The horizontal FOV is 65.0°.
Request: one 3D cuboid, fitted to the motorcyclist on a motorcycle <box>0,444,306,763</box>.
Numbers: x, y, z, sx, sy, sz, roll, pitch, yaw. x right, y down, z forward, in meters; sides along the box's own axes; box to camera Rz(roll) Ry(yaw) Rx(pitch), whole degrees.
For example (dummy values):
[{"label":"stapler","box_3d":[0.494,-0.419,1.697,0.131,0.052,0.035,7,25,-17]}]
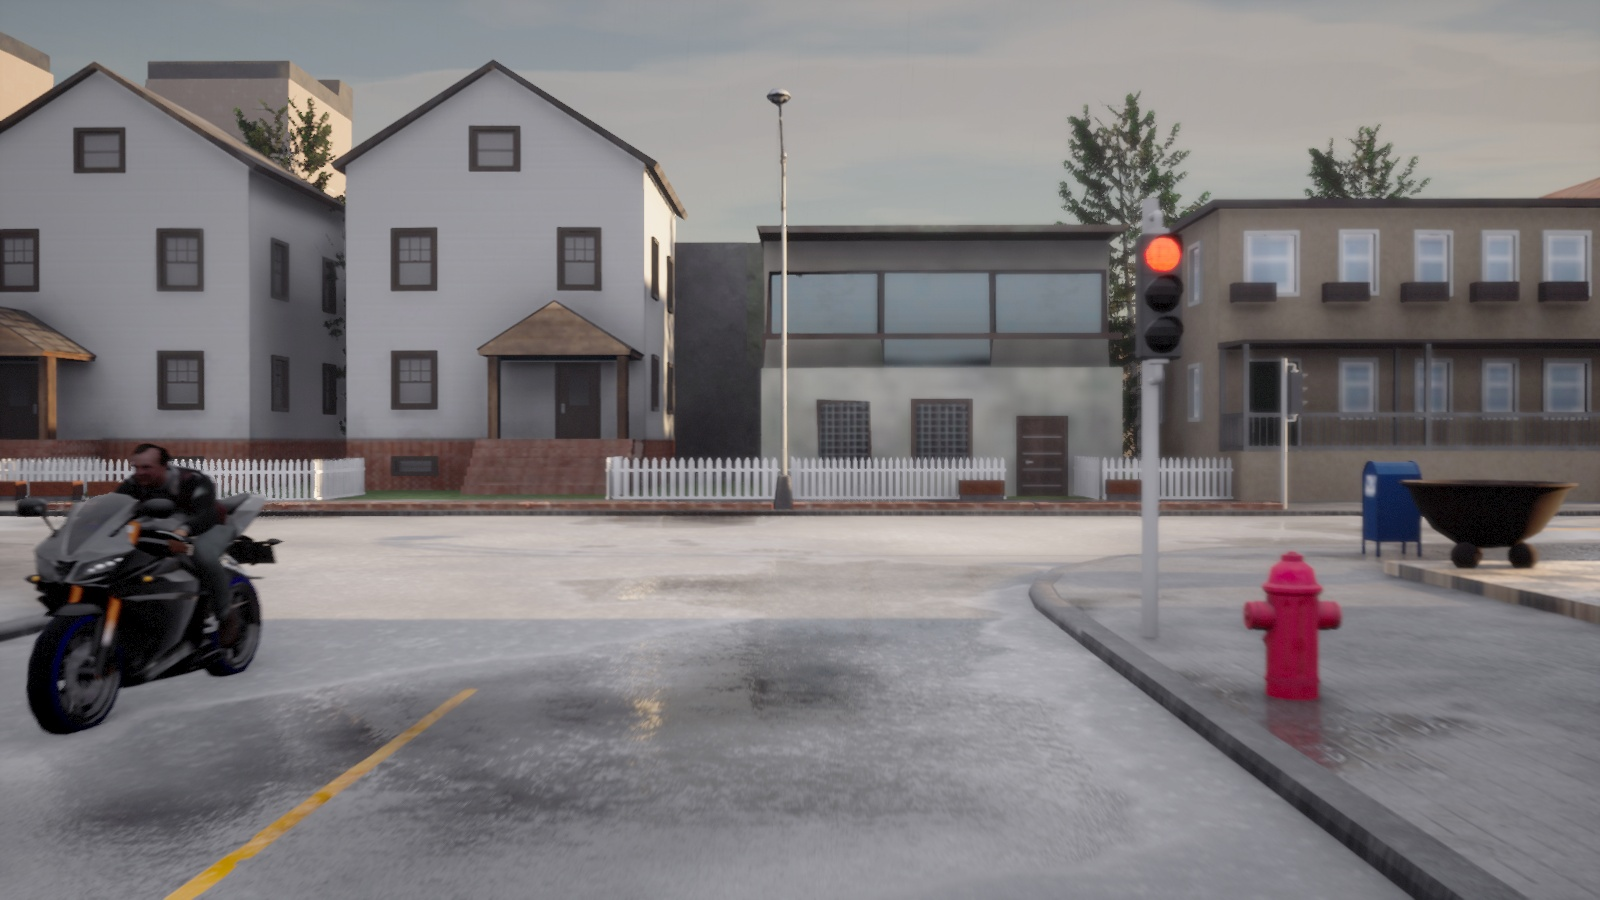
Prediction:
[{"label":"motorcyclist on a motorcycle","box_3d":[-3.734,0.734,7.162,0.866,1.530,2.191,0,0,3]}]
